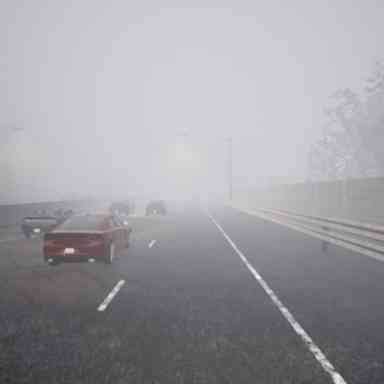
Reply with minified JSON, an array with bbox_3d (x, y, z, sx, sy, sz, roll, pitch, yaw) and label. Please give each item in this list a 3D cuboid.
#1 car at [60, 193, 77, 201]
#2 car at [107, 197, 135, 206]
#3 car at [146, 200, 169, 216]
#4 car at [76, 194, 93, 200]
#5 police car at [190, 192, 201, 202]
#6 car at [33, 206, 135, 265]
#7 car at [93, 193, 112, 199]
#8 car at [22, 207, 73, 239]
[{"bbox_3d":[-24.499,1.251,66.797,2.150,2.045,5.566,0,0,0],"label":"car"},{"bbox_3d":[-6.900,1.518,33.034,1.837,1.490,4.892,0,0,0],"label":"car"},{"bbox_3d":[-3.400,1.518,33.000,1.837,1.490,4.892,0,0,0],"label":"car"},{"bbox_3d":[-20.999,1.526,66.410,1.837,1.490,4.892,0,0,0],"label":"car"},{"bbox_3d":[1.051,1.462,79.658,1.930,1.638,5.238,0,0,0],"label":"police car"},{"bbox_3d":[-3.405,1.482,11.734,1.882,1.535,5.008,0,0,0],"label":"car"},{"bbox_3d":[-17.499,1.251,66.797,2.150,2.045,5.566,0,0,0],"label":"car"},{"bbox_3d":[-6.901,1.498,17.240,2.128,1.511,4.902,0,0,0],"label":"car"}]
